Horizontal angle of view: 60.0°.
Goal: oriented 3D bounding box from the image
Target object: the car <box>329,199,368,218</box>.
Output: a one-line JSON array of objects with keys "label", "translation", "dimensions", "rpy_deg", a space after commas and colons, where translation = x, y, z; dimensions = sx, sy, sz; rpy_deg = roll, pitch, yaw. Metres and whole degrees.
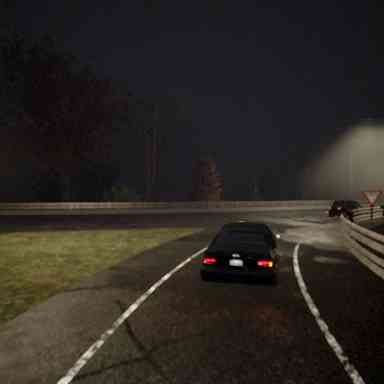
[{"label": "car", "translation": [14.877, 1.558, 31.517], "dimensions": [4.553, 1.767, 2.097], "rpy_deg": [0, 0, -42]}]

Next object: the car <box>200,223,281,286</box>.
[{"label": "car", "translation": [1.560, 1.608, 9.720], "dimensions": [2.033, 1.411, 5.357], "rpy_deg": [0, 0, 14]}]
